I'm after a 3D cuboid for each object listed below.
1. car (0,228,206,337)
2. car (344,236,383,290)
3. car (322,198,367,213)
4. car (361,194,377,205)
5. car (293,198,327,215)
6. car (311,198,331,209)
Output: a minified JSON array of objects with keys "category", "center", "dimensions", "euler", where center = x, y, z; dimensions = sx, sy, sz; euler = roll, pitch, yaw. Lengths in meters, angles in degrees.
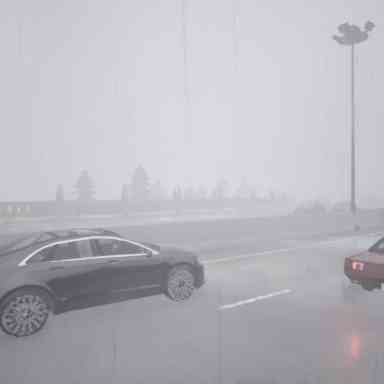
[{"category":"car","center":[-1.945,1.491,6.658],"dimensions":[4.902,1.511,2.128],"euler":[0,0,-36]},{"category":"car","center":[5.663,1.600,7.853],"dimensions":[4.718,1.301,1.895],"euler":[0,0,-37]},{"category":"car","center":[13.368,1.552,28.998],"dimensions":[1.812,1.442,4.674],"euler":[0,0,42]},{"category":"car","center":[33.658,1.426,63.643],"dimensions":[2.150,2.045,5.566],"euler":[0,0,18]},{"category":"car","center":[11.465,1.556,32.070],"dimensions":[1.812,1.442,4.674],"euler":[0,0,41]},{"category":"car","center":[18.338,1.571,47.109],"dimensions":[1.882,1.535,5.008],"euler":[0,-1,31]}]
